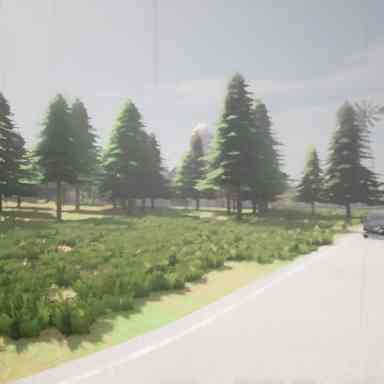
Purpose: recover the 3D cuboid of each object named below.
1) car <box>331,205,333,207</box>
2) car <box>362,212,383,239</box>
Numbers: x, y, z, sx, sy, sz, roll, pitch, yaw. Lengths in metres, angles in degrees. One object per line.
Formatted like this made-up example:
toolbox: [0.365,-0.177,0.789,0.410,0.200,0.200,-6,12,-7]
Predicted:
car: [33.787,3.141,77.459,1.905,1.878,3.866,-1,-2,4]
car: [11.638,1.974,20.163,1.837,1.490,4.892,-2,-3,35]
